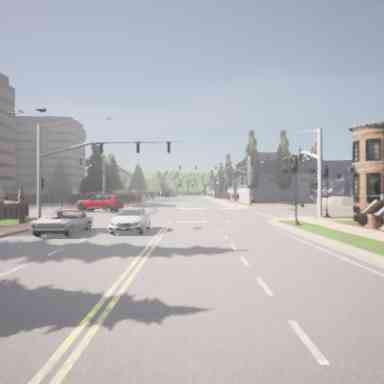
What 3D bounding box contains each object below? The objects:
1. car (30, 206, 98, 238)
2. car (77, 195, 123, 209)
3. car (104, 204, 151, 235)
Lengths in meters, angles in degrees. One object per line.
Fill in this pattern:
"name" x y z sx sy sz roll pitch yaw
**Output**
"car" -7.039 1.689 18.469 1.895 1.301 4.718 0 0 1
"car" -11.214 1.414 40.620 5.566 2.045 2.150 0 -1 12
"car" -3.528 1.618 19.537 1.812 1.442 4.674 0 0 1
